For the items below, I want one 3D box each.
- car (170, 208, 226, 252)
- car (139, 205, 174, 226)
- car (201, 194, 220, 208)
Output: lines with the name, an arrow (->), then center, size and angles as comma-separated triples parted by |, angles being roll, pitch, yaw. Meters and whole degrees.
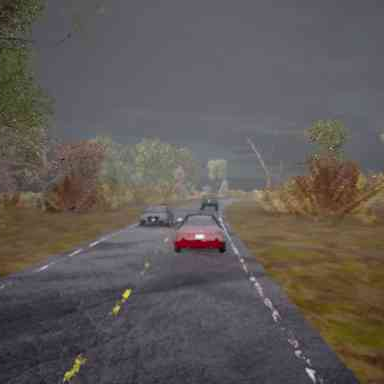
car -> 0.353, 1.585, 14.047 | 1.994, 1.385, 4.181 | 0, 0, 2
car -> -2.376, 1.591, 23.315 | 1.994, 1.385, 4.181 | 0, 0, 4
car -> 2.471, 1.299, 44.758 | 2.150, 2.045, 5.566 | 0, 0, 6
